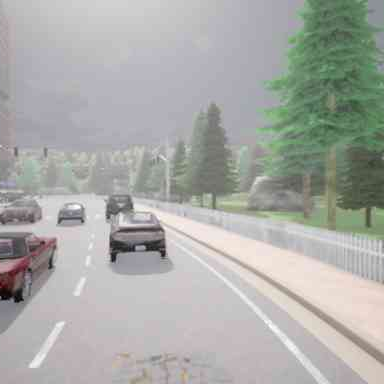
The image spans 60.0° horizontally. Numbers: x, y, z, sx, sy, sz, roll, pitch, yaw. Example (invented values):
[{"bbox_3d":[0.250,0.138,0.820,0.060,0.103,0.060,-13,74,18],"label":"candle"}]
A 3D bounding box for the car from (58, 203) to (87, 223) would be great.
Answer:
[{"bbox_3d":[-9.016,1.528,25.155,2.033,1.411,5.357,0,0,-16],"label":"car"}]

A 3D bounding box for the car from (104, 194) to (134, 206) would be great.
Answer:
[{"bbox_3d":[-6.072,1.173,27.787,2.150,2.045,5.566,0,0,-15],"label":"car"}]

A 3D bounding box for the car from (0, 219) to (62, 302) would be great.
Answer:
[{"bbox_3d":[-4.568,1.605,7.990,1.895,1.301,4.718,0,0,-12],"label":"car"}]

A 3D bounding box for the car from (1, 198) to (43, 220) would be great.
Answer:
[{"bbox_3d":[-12.664,1.364,24.987,2.097,1.767,4.553,0,0,-15],"label":"car"}]

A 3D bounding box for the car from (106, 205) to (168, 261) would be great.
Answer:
[{"bbox_3d":[-2.081,1.466,12.310,2.128,1.511,4.902,0,0,-13],"label":"car"}]
